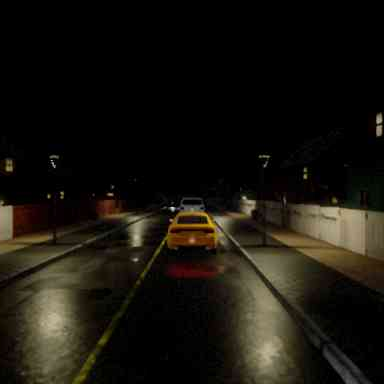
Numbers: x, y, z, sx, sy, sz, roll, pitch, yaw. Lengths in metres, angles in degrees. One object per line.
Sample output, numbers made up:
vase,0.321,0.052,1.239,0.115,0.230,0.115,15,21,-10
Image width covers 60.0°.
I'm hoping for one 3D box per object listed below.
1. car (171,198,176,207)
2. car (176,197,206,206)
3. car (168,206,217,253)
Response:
car,-2.716,1.944,62.544,2.097,1.767,4.553,0,0,0
car,0.018,1.487,29.014,2.150,2.045,5.566,0,0,0
car,0.013,1.613,14.466,1.882,1.535,5.008,0,0,0
